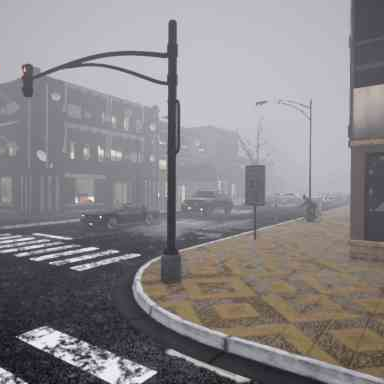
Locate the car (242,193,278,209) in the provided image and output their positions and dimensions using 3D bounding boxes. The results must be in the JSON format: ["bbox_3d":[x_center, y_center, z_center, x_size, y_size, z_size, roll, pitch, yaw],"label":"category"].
[{"bbox_3d":[7.088,1.014,35.379,1.895,1.301,4.718,1,1,35],"label":"car"}]

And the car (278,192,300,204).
[{"bbox_3d":[12.961,0.771,43.792,1.812,1.442,4.674,1,1,34],"label":"car"}]

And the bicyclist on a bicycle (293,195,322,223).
[{"bbox_3d":[6.785,1.003,19.589,1.656,1.620,0.582,0,1,35],"label":"bicyclist on a bicycle"}]

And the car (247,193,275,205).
[{"bbox_3d":[8.870,0.821,42.612,1.887,1.381,4.507,2,2,35],"label":"car"}]

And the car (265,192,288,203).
[{"bbox_3d":[12.109,0.767,47.234,1.802,1.307,4.206,2,2,35],"label":"car"}]

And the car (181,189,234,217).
[{"bbox_3d":[1.379,0.798,27.130,2.150,2.045,5.566,1,1,35],"label":"car"}]

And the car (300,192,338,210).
[{"bbox_3d":[12.658,0.993,33.059,2.008,1.369,4.403,2,2,35],"label":"car"}]

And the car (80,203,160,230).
[{"bbox_3d":[-4.062,1.334,19.289,1.895,1.301,4.718,1,1,35],"label":"car"}]

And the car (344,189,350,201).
[{"bbox_3d":[25.417,0.619,51.680,1.887,1.381,4.507,2,2,35],"label":"car"}]

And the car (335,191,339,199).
[{"bbox_3d":[18.538,0.788,46.308,1.895,1.301,4.718,1,1,35],"label":"car"}]

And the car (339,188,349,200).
[{"bbox_3d":[24.218,0.572,54.545,2.033,1.411,5.357,1,1,36],"label":"car"}]
